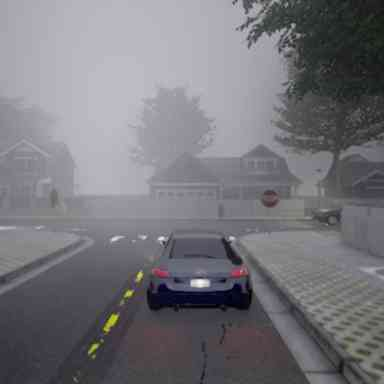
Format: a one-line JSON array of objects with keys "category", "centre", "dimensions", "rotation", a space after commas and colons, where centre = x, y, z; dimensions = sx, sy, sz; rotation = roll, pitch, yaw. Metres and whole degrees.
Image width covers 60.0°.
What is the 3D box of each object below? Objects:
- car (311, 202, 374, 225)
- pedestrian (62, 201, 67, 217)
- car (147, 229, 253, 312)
[{"category": "car", "centre": [10.695, 1.453, 22.797], "dimensions": [4.892, 1.490, 1.837], "rotation": [0, 1, -1]}, {"category": "pedestrian", "centre": [-9.776, 1.246, 25.489], "dimensions": [0.375, 1.300, 0.375], "rotation": [0, 1, -1]}, {"category": "car", "centre": [0.119, 1.534, 7.731], "dimensions": [1.994, 1.385, 4.181], "rotation": [0, 0, -1]}]
